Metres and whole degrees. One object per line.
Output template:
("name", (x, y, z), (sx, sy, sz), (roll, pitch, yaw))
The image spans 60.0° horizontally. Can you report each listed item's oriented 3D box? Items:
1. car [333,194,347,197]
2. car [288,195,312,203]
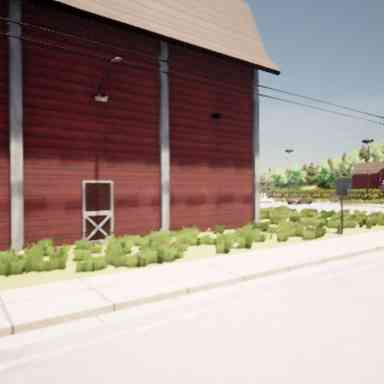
("car", (25.584, 1.036, 57.503), (3.905, 1.438, 1.784), (-1, 0, -36))
("car", (15.906, 1.136, 48.944), (4.193, 1.474, 1.816), (-1, 0, -36))
